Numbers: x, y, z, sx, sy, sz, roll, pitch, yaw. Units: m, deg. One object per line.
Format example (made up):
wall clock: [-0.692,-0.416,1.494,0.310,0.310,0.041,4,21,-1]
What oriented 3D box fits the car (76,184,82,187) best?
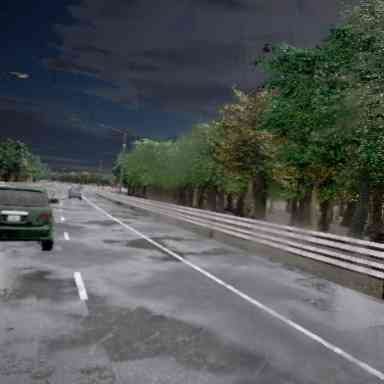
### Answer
car: [-26.097,-0.426,73.707,2.097,1.767,4.553,5,0,-19]

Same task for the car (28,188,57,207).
car: [-14.232,0.467,31.880,2.128,1.511,4.902,5,0,-22]

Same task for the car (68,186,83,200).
car: [-17.375,0.375,49.446,2.033,1.411,5.357,5,0,-21]

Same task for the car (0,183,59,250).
car: [-6.091,0.755,11.930,2.150,2.045,5.566,5,0,-23]

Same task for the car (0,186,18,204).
car: [-17.483,0.249,30.592,1.994,1.385,4.181,5,0,-22]
